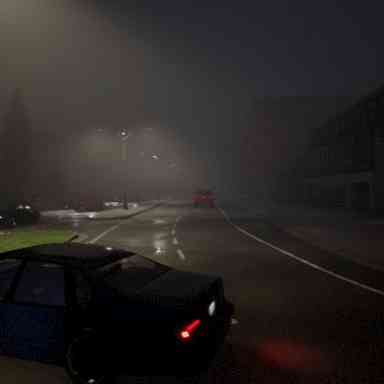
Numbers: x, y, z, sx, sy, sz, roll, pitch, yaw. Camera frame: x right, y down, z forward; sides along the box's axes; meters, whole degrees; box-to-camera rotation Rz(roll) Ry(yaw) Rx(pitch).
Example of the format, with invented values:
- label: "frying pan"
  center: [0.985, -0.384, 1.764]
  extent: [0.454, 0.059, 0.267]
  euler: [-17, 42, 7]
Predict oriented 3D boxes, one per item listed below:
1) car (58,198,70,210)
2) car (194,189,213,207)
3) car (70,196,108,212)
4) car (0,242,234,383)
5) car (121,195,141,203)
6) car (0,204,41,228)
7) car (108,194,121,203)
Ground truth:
- label: "car"
  center: [-13.805, 1.311, 38.940]
  extent: [1.895, 1.301, 4.718]
  euler: [-1, 1, 2]
- label: "car"
  center: [1.459, 0.687, 41.039]
  extent: [2.150, 2.045, 5.566]
  euler: [-1, 1, 2]
- label: "car"
  center: [-10.486, 1.246, 34.330]
  extent: [1.812, 1.442, 4.674]
  euler: [-1, 1, 2]
- label: "car"
  center: [-2.130, 1.510, 4.960]
  extent: [5.357, 1.411, 2.033]
  euler: [-1, 1, 19]
- label: "car"
  center: [-9.668, 1.060, 54.520]
  extent: [1.895, 1.301, 4.718]
  euler: [-1, 1, 3]
- label: "car"
  center: [-11.436, 1.461, 21.021]
  extent: [1.994, 1.385, 4.181]
  euler: [-1, 1, 7]
- label: "car"
  center: [-13.114, 1.061, 55.487]
  extent: [1.994, 1.385, 4.181]
  euler: [-1, 1, 3]
